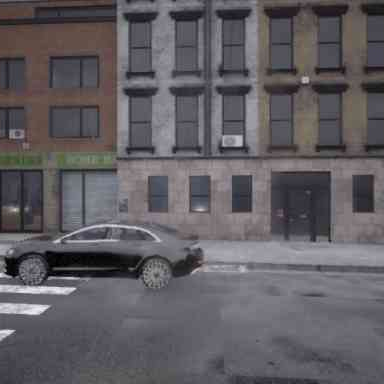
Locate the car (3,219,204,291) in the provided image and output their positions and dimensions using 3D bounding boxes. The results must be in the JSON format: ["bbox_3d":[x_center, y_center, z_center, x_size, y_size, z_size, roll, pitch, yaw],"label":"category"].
[{"bbox_3d":[-2.131,1.454,8.429,4.902,1.511,2.128,1,0,3],"label":"car"}]
